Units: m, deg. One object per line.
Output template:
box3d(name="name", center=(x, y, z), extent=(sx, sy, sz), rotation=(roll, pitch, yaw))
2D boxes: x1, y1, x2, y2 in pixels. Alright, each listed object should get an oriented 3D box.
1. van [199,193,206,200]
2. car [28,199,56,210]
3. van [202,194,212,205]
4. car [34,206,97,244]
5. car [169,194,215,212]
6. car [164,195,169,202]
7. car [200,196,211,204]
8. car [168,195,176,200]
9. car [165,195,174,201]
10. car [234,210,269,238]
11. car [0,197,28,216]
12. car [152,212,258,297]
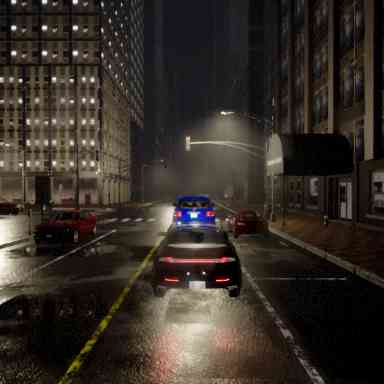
box3d(name="van", center=(2.719, 1.309, 89.214), extent=(1.690, 1.788, 3.998), rotation=(0, 0, 0))
box3d(name="car", center=(-18.507, 1.497, 39.491), extent=(4.403, 1.369, 2.008), rotation=(0, 0, 1))
box3d(name="van", center=(2.708, 1.326, 60.731), extent=(1.690, 1.788, 3.998), rotation=(0, 0, 0))
box3d(name="car", center=(-5.819, 1.542, 15.765), extent=(1.887, 1.381, 4.507), rotation=(0, 0, 0))
box3d(name="car", center=(0.096, 1.218, 18.457), extent=(2.150, 2.045, 5.566), rotation=(0, 0, 0))
box3d(name="car", center=(-5.665, 1.521, 77.825), extent=(1.887, 1.381, 4.507), rotation=(0, 0, 0))
box3d(name="car", center=(2.711, 1.533, 66.427), extent=(2.008, 1.369, 4.403), rotation=(0, 0, 0))
box3d(name="car", center=(-5.658, 1.529, 94.915), extent=(1.947, 1.339, 4.313), rotation=(0, 0, 0))
box3d(name="car", center=(-5.662, 1.538, 83.522), extent=(1.947, 1.339, 4.313), rotation=(0, 0, 0))
box3d(name="car", center=(2.821, 1.579, 17.138), extent=(1.802, 1.307, 4.206), rotation=(0, 0, 0))
box3d(name="car", center=(-18.597, 1.307, 31.109), extent=(5.009, 1.841, 2.192), rotation=(0, 0, 1))
box3d(name="car", center=(0.102, 1.490, 8.538), extent=(2.128, 1.511, 4.902), rotation=(0, 0, 0))
